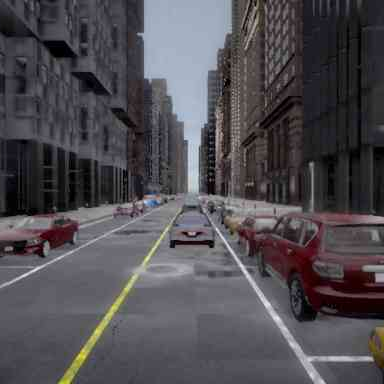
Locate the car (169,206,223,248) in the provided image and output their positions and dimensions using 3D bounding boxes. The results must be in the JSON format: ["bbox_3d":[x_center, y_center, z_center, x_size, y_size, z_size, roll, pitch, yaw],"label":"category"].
[{"bbox_3d":[0.000,1.562,14.651,2.033,1.411,5.357,0,0,0],"label":"car"}]

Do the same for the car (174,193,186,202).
[{"bbox_3d":[-3.000,1.312,76.739,2.097,1.767,4.553,0,0,0],"label":"car"}]

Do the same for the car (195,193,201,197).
[{"bbox_3d":[2.394,1.236,80.350,2.150,2.045,5.566,0,0,0],"label":"car"}]

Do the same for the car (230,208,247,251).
[{"bbox_3d":[2.760,1.542,12.763,1.887,1.381,4.507,0,0,0],"label":"car"}]

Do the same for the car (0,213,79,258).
[{"bbox_3d":[-5.765,1.542,12.745,1.887,1.381,4.507,0,0,0],"label":"car"}]

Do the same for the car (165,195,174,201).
[{"bbox_3d":[-5.765,1.585,85.572,1.947,1.339,4.313,0,0,0],"label":"car"}]

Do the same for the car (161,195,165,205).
[{"bbox_3d":[-5.765,1.529,51.790,1.752,1.417,4.829,0,0,0],"label":"car"}]

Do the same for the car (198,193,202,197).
[{"bbox_3d":[2.760,1.535,68.950,1.752,1.417,4.829,0,0,0],"label":"car"}]

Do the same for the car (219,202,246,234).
[{"bbox_3d":[2.760,1.523,18.535,1.752,1.417,4.829,0,0,0],"label":"car"}]

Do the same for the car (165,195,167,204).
[{"bbox_3d":[-5.765,1.587,57.561,1.802,1.307,4.206,0,0,0],"label":"car"}]

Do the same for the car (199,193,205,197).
[{"bbox_3d":[2.760,1.445,57.576,1.967,1.590,4.097,0,0,0],"label":"car"}]

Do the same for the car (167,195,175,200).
[{"bbox_3d":[-5.765,1.589,91.174,1.947,1.339,4.313,0,0,0],"label":"car"}]

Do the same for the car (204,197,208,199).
[{"bbox_3d":[2.761,1.583,40.772,1.802,1.307,4.206,0,0,0],"label":"car"}]

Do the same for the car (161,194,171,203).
[{"bbox_3d":[-5.765,1.322,63.164,2.192,1.841,5.009,0,0,0],"label":"car"}]

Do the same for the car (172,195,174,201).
[{"bbox_3d":[-5.765,1.452,74.368,1.967,1.590,4.097,0,0,0],"label":"car"}]

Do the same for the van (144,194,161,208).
[{"bbox_3d":[-5.765,1.343,46.358,1.690,1.788,3.998,0,0,0],"label":"van"}]

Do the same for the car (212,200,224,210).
[{"bbox_3d":[2.760,1.549,23.966,2.008,1.369,4.403,0,0,0],"label":"car"}]

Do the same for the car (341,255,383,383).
[{"bbox_3d":[2.760,1.523,1.729,1.752,1.417,4.829,0,0,0],"label":"car"}]

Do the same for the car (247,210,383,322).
[{"bbox_3d":[2.760,1.313,7.161,2.192,1.841,5.009,0,0,0],"label":"car"}]

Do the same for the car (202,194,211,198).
[{"bbox_3d":[2.760,1.442,46.373,1.967,1.590,4.097,0,0,0],"label":"car"}]

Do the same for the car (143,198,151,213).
[{"bbox_3d":[-5.764,1.581,35.153,1.802,1.307,4.206,0,0,0],"label":"car"}]

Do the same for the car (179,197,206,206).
[{"bbox_3d":[0.000,1.516,29.651,1.837,1.490,4.892,0,0,0],"label":"car"}]

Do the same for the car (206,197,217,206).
[{"bbox_3d":[2.761,1.565,35.170,1.947,1.339,4.313,0,0,0],"label":"car"}]

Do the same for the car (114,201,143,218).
[{"bbox_3d":[-5.764,1.580,29.551,1.802,1.307,4.206,0,0,0],"label":"car"}]
